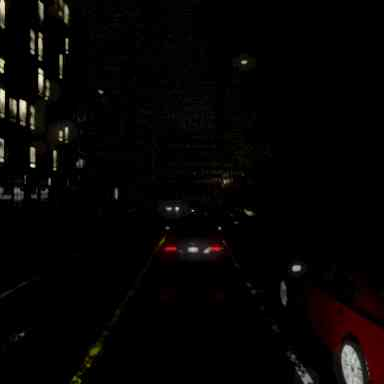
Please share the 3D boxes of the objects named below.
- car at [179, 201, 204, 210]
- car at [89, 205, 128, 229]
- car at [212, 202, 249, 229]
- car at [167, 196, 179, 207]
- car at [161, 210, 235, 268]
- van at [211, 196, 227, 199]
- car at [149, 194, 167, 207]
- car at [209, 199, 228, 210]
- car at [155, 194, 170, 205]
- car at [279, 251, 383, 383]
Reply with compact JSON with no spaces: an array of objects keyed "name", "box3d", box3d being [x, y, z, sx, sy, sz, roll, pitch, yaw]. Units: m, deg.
[{"name":"car","box3d":[0.091,1.572,30.397,1.994,1.385,4.181,0,0,0]},{"name":"car","box3d":[-5.301,1.552,21.535,1.887,1.381,4.507,0,0,0]},{"name":"car","box3d":[2.579,1.558,21.527,2.008,1.369,4.403,0,0,0]},{"name":"car","box3d":[-2.799,1.555,50.741,2.033,1.411,5.357,0,0,0]},{"name":"car","box3d":[0.052,1.552,11.191,2.033,1.411,5.357,0,0,1]},{"name":"van","box3d":[2.586,1.350,32.618,1.690,1.788,3.998,0,0,0]},{"name":"car","box3d":[-5.284,1.448,49.260,1.967,1.590,4.097,0,0,0]},{"name":"car","box3d":[2.582,1.553,27.073,1.887,1.381,4.507,0,0,0]},{"name":"car","box3d":[-5.347,1.320,60.347,2.192,1.841,5.009,0,0,0]},{"name":"car","box3d":[2.569,1.547,4.891,1.887,1.381,4.507,0,0,0]}]
